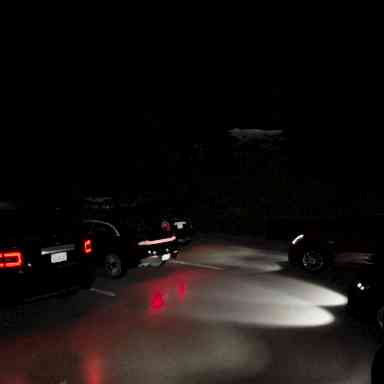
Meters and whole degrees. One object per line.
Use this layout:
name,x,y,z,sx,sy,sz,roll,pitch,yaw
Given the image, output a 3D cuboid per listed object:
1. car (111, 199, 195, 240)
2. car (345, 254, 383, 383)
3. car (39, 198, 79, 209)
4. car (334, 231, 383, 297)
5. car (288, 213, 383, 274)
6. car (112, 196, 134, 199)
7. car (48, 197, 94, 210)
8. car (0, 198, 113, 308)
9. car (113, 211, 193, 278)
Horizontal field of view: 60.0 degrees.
car,-2.185,1.350,14.108,4.553,1.767,2.097,0,0,35
car,3.575,1.474,1.437,5.008,1.535,1.882,0,0,35
car,-18.132,1.489,45.540,1.895,1.301,4.718,0,0,43
car,4.627,1.564,4.981,4.181,1.385,1.994,0,0,36
car,5.001,1.352,9.025,4.553,1.767,2.097,0,0,36
car,-11.408,1.373,52.104,5.008,1.535,1.882,0,0,-41
car,-15.635,1.451,43.170,2.033,1.411,5.357,0,0,40
car,-4.531,1.220,7.213,5.566,2.045,2.150,0,0,33
car,-2.645,1.490,10.139,4.902,1.511,2.128,0,0,36
